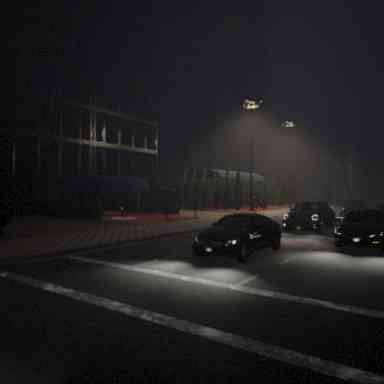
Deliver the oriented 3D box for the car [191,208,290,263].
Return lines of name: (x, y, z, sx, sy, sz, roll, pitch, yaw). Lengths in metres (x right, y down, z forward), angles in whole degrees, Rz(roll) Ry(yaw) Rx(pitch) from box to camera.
car: (1.849, 1.529, 12.346, 1.812, 1.442, 4.674, 0, 0, 35)

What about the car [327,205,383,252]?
car: (7.408, 1.506, 14.178, 1.837, 1.490, 4.892, 0, 0, 35)

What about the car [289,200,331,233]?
car: (6.966, 1.355, 19.641, 2.097, 1.767, 4.553, 0, 0, 35)

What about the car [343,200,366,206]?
car: (15.677, 1.529, 31.992, 1.812, 1.442, 4.674, 0, 0, 35)

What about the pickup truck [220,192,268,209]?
pickup truck: (6.568, 1.068, 41.712, 6.274, 2.098, 2.390, 0, 0, -24)
